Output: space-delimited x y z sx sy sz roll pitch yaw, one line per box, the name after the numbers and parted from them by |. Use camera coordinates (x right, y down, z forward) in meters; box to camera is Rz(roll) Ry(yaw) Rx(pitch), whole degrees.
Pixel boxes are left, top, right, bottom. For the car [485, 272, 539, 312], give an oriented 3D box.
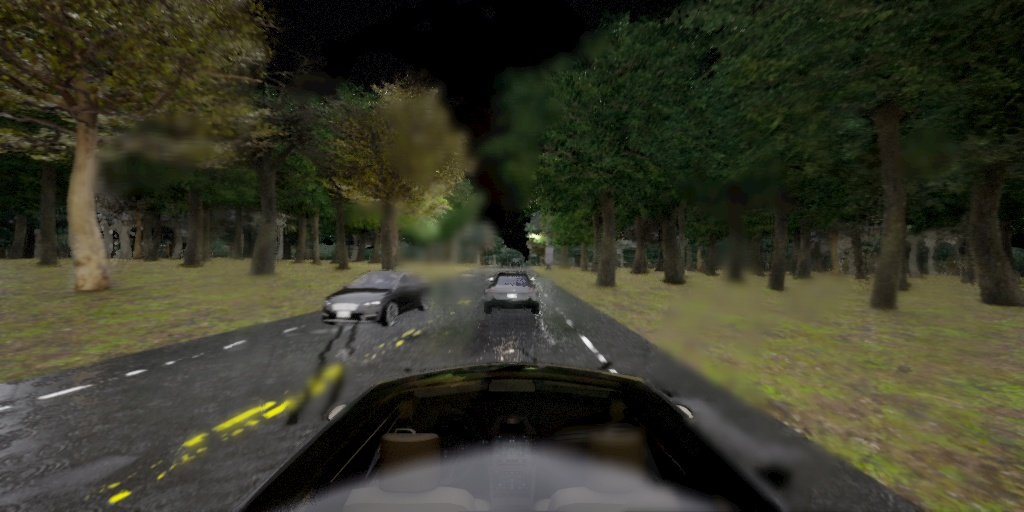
0.013 1.335 14.278 1.994 1.385 4.181 0 0 0 | car

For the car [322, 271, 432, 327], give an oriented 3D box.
-4.119 1.252 11.731 2.128 1.511 4.902 0 0 6 | car
